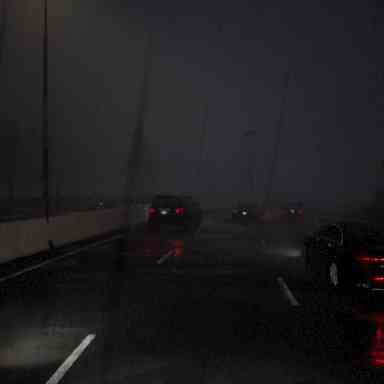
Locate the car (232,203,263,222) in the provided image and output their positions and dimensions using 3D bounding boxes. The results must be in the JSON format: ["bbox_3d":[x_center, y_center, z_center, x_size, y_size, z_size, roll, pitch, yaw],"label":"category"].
[{"bbox_3d":[4.409,1.519,26.148,1.994,1.385,4.181,0,0,17],"label":"car"}]

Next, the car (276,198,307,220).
[{"bbox_3d":[8.392,1.509,27.422,2.033,1.411,5.357,0,0,19],"label":"car"}]

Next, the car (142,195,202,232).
[{"bbox_3d":[-0.882,1.176,20.224,2.150,2.045,5.566,0,0,13],"label":"car"}]

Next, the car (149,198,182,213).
[{"bbox_3d":[-2.879,1.439,37.484,1.812,1.442,4.674,0,0,22],"label":"car"}]

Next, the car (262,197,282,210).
[{"bbox_3d":[10.737,1.427,41.484,2.128,1.511,4.902,0,0,27],"label":"car"}]

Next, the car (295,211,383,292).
[{"bbox_3d":[4.265,1.496,8.811,1.837,1.490,4.892,0,0,6],"label":"car"}]

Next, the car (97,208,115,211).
[{"bbox_3d":[-10.360,1.400,37.542,1.837,1.490,4.892,0,0,21],"label":"car"}]
